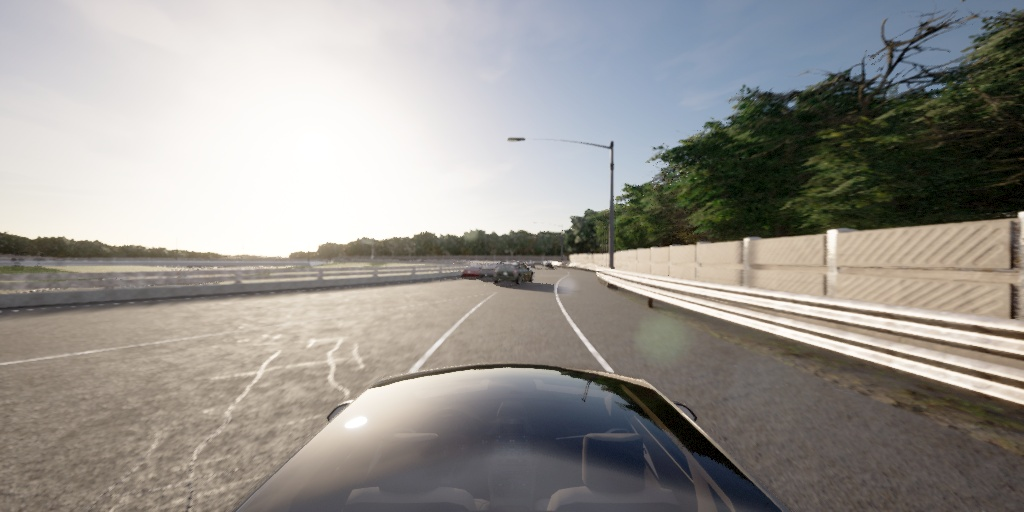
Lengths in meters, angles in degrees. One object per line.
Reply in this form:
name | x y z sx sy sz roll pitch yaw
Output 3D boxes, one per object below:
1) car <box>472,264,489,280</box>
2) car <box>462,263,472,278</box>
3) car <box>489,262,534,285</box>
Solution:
car | -1.544 1.509 34.122 2.128 1.511 4.902 1 0 18
car | -3.799 1.603 38.551 1.994 1.385 4.181 0 0 17
car | 0.247 1.339 28.861 2.097 1.767 4.553 0 -1 21
